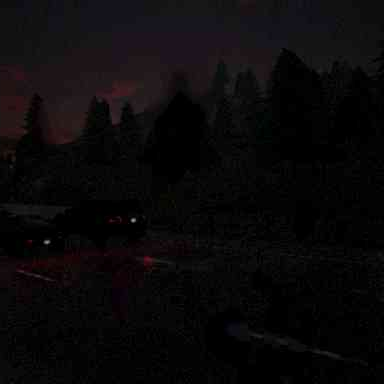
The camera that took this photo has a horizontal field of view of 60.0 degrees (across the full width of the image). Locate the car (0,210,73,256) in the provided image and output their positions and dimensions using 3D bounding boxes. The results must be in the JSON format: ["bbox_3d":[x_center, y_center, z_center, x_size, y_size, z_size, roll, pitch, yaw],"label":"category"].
[{"bbox_3d":[-7.109,1.657,13.714,4.674,1.442,1.812,0,0,40],"label":"car"}]

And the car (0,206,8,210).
[{"bbox_3d":[-15.257,1.786,25.566,4.674,1.442,1.812,0,0,44],"label":"car"}]

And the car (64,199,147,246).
[{"bbox_3d":[-4.629,1.345,16.194,5.566,2.045,2.150,-1,0,39],"label":"car"}]
